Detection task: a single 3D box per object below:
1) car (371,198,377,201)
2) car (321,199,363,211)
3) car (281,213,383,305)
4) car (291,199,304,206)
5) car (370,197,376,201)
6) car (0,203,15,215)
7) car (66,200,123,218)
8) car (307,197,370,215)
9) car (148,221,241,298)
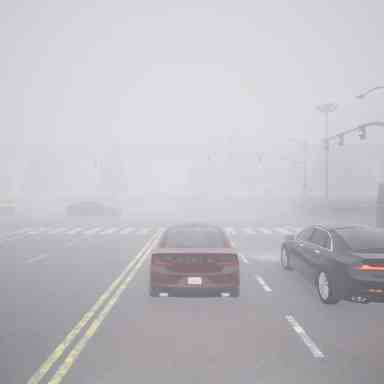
[{"bbox_3d":[19.072,1.492,29.381,4.902,1.511,2.128,0,0,0],"label":"car"},{"bbox_3d":[17.974,1.564,40.087,4.181,1.385,1.994,0,0,0],"label":"car"},{"bbox_3d":[3.555,1.505,8.078,1.837,1.490,4.892,0,0,0],"label":"car"},{"bbox_3d":[16.571,1.505,47.091,4.892,1.490,1.837,0,0,0],"label":"car"},{"bbox_3d":[20.490,1.547,43.577,5.357,1.411,2.033,0,0,0],"label":"car"},{"bbox_3d":[-20.302,1.477,33.029,5.008,1.535,1.882,0,0,0],"label":"car"},{"bbox_3d":[-8.609,1.506,29.485,4.892,1.490,1.837,0,0,0],"label":"car"},{"bbox_3d":[14.317,1.492,32.899,4.902,1.511,2.128,0,0,0],"label":"car"},{"bbox_3d":[0.057,1.478,8.591,1.882,1.535,5.008,0,0,0],"label":"car"}]
